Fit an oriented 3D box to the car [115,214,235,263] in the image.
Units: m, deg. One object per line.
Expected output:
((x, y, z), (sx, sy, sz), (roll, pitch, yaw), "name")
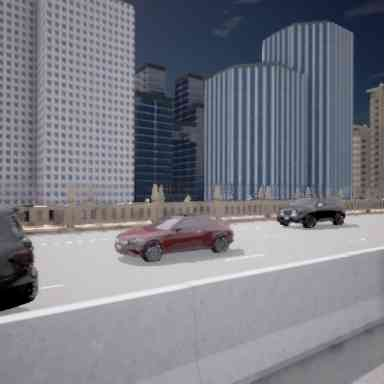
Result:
((-0.489, 1.559, 12.234), (4.674, 1.442, 1.812), (0, 0, -35), "car")

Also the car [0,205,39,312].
((-5.173, 1.213, 4.602), (5.566, 2.045, 2.150), (0, 0, -35), "car")

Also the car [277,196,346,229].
((8.276, 1.323, 22.772), (5.566, 2.045, 2.150), (0, 0, -35), "car")
